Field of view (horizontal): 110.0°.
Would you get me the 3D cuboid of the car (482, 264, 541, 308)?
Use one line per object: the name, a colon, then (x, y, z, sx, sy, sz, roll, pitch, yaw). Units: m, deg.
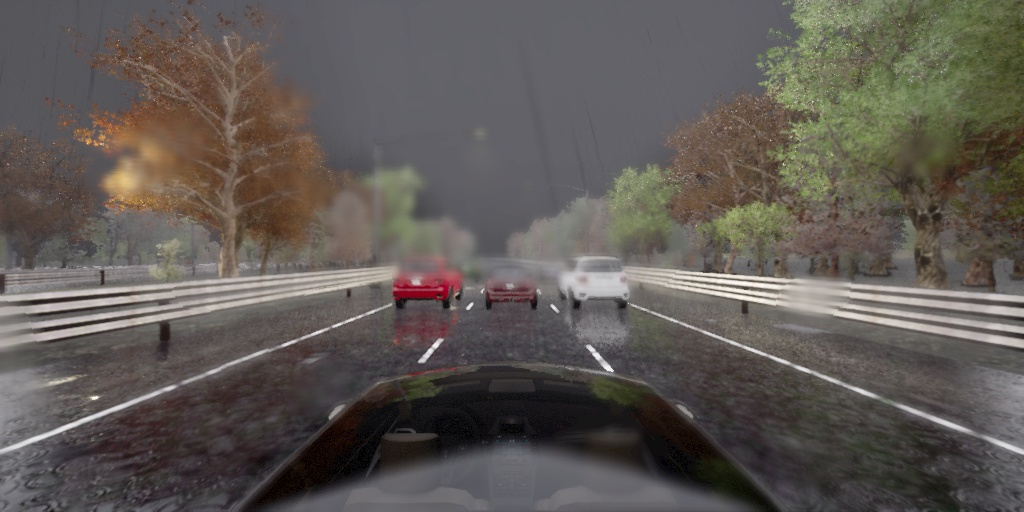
car: (-0.028, 1.234, 16.035, 2.097, 1.767, 4.553, 0, -1, 0)

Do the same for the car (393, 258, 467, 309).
car: (-3.529, 1.100, 15.952, 2.150, 2.045, 5.566, 0, 0, 0)

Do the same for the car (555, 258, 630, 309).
car: (3.471, 1.100, 15.981, 2.150, 2.045, 5.566, 0, 0, 0)

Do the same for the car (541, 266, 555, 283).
car: (3.353, 1.567, 31.015, 2.033, 1.411, 5.357, 0, 0, -1)

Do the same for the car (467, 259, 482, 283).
car: (-3.648, 1.235, 30.962, 2.150, 2.045, 5.566, 0, 0, -1)
